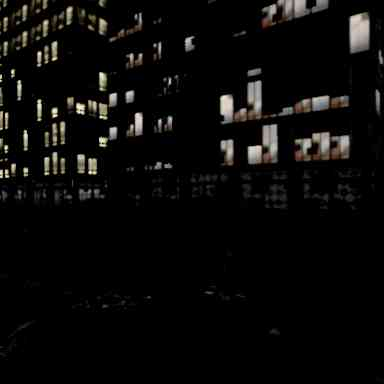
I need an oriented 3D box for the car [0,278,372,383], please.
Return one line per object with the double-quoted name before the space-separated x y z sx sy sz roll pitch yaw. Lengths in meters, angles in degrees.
"car" -0.596 1.588 3.298 4.313 1.339 1.947 -1 0 36
